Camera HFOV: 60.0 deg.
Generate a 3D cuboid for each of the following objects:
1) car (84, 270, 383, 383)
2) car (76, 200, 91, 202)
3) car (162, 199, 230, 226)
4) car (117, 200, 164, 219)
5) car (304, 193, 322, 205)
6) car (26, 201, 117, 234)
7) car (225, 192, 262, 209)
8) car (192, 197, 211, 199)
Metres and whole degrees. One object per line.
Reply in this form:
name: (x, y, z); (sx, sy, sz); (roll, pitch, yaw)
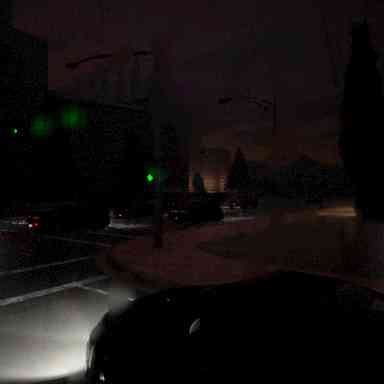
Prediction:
car: (0.820, 1.564, 3.416); (4.181, 1.385, 1.994); (0, 0, 35)
car: (-9.402, 1.478, 28.456); (1.882, 1.535, 5.008); (0, 0, 36)
car: (0.402, 1.491, 23.730); (2.128, 1.511, 4.902); (0, 0, 36)
car: (-4.599, 1.601, 29.096); (1.895, 1.301, 4.718); (0, 0, 36)
car: (21.546, 1.491, 58.777); (2.128, 1.511, 4.902); (0, 0, 36)
car: (-7.047, 1.505, 19.434); (1.837, 1.490, 4.892); (0, 0, 36)
car: (7.028, 1.221, 45.078); (2.150, 2.045, 5.566); (0, 0, 36)
car: (0.723, 1.352, 36.422); (2.097, 1.767, 4.553); (0, 0, 36)
